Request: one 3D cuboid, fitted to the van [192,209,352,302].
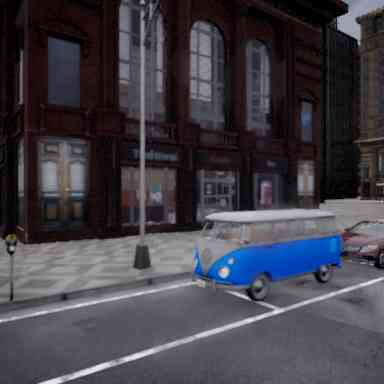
[{"bbox_3d":[1.901,1.340,8.003,3.998,1.788,1.690,0,0,-36],"label":"van"}]

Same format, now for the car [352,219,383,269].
[{"bbox_3d":[6.216,1.580,11.082,4.206,1.307,1.802,0,0,-36],"label":"car"}]
